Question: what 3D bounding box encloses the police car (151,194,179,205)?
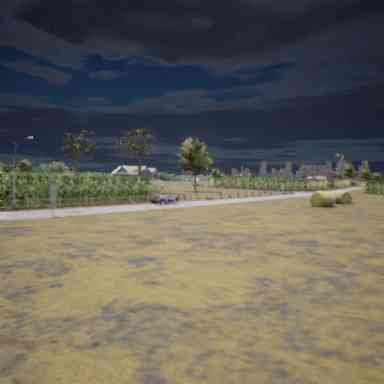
[{"bbox_3d":[-4.154,1.068,50.480,1.930,1.638,5.238,3,2,36],"label":"police car"}]
